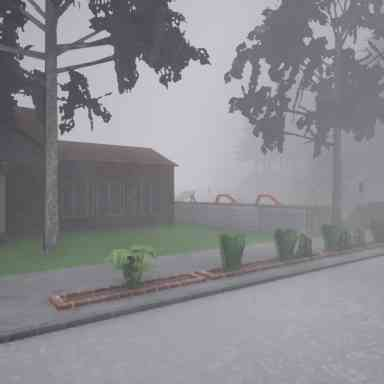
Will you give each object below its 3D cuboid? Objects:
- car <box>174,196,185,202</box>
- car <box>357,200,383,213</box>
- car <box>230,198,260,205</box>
[{"bbox_3d":[-3.031,1.500,56.654,1.837,1.490,4.892,0,0,-35],"label":"car"},{"bbox_3d":[16.822,1.505,28.573,1.837,1.490,4.892,0,0,-35],"label":"car"},{"bbox_3d":[6.788,1.526,42.690,1.812,1.442,4.674,0,0,-35],"label":"car"}]
